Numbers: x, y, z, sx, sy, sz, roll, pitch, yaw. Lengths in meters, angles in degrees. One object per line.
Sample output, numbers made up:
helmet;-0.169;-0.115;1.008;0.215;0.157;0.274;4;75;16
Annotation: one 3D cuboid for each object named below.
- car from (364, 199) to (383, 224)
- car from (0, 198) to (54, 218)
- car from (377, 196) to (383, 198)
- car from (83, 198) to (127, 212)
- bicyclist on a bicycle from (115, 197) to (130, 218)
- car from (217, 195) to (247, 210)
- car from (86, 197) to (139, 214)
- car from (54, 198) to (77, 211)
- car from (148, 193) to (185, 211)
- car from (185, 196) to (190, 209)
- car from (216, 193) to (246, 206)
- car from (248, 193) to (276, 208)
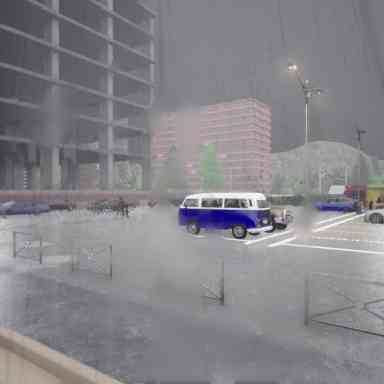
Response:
car;13.297;1.395;21.444;3.806;1.475;1.970;0;0;36
car;-15.811;1.492;30.296;2.033;1.411;5.357;0;0;35
car;16.501;1.153;26.010;4.605;1.855;1.932;0;0;36
car;-9.990;1.449;38.555;1.837;1.490;4.892;0;0;35
bicyclist on a bicycle;-5.455;1.248;25.923;1.656;1.620;0.582;0;0;35
car;5.891;1.508;48.602;1.994;1.385;4.181;0;0;35
car;-8.226;1.449;34.636;1.837;1.490;4.892;0;0;35
car;-15.272;1.436;37.136;2.128;1.511;4.902;0;0;35
car;-3.818;1.166;47.284;2.150;2.045;5.566;0;0;35
car;-3.228;1.166;54.147;2.150;2.045;5.566;0;0;35
car;6.620;1.436;55.707;2.128;1.511;4.902;0;0;35
car;12.424;1.166;57.873;2.150;2.045;5.566;0;0;35
